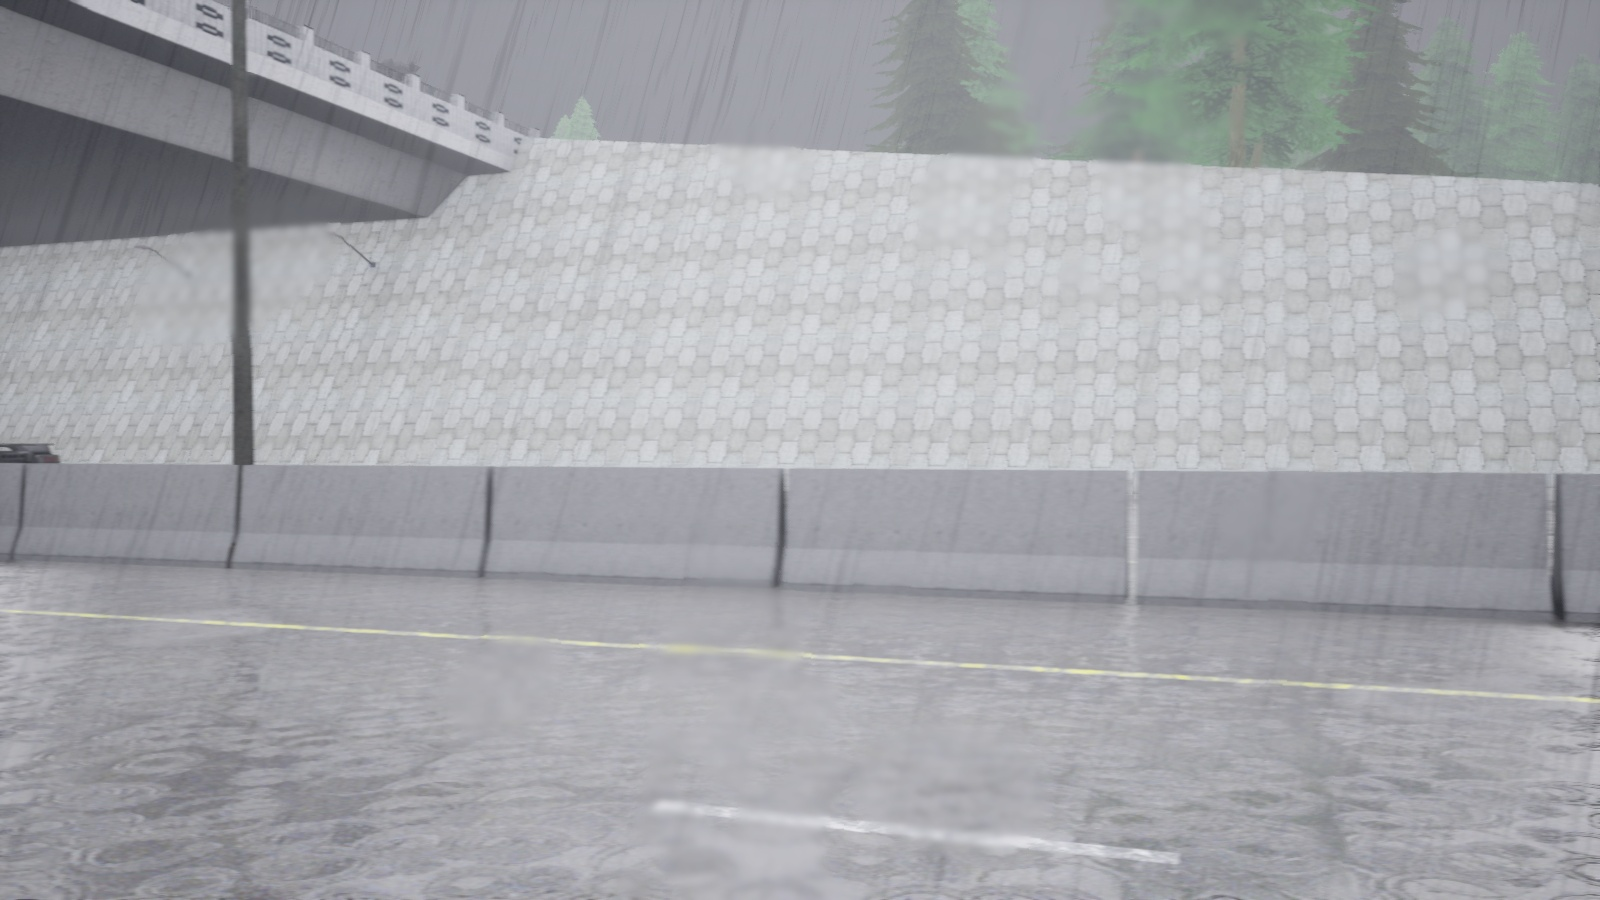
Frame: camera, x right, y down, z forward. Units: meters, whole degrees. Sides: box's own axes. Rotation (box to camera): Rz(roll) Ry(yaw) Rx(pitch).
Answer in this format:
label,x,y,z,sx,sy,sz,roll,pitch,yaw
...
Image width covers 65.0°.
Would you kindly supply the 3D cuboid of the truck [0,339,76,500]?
label,x,y,z,sx,sy,sz,roll,pitch,yaw
truck,-20.812,-0.692,28.643,7.936,3.462,2.891,1,1,19
